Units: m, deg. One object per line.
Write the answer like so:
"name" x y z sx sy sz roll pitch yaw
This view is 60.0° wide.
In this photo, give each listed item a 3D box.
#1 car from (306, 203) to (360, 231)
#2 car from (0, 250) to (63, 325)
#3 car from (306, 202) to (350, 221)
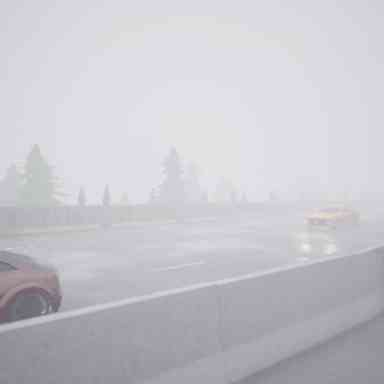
"car" 9.331 1.588 21.832 5.008 1.535 1.882 0 0 -44
"car" -4.338 1.594 5.343 4.181 1.385 1.994 0 0 -36
"car" 12.014 1.674 29.243 4.674 1.442 1.812 0 0 -44
